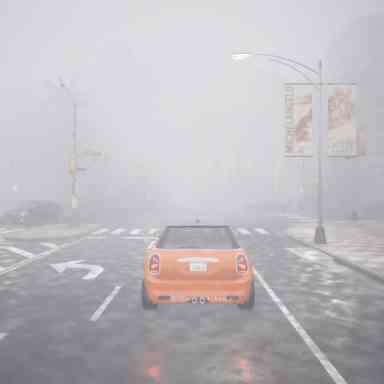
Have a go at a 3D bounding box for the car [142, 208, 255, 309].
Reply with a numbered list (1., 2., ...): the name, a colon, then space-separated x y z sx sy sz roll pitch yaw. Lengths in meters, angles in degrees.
1. car: 0.116 1.352 8.019 2.097 1.767 4.553 0 0 0

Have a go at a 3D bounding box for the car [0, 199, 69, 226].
1. car: -11.094 1.352 23.247 2.097 1.767 4.553 0 0 13

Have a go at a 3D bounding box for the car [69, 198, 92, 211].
1. car: -14.582 1.491 40.195 4.902 1.511 2.128 0 0 1

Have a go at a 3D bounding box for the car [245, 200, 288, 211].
1. car: 8.848 1.601 39.950 4.718 1.301 1.895 0 0 1

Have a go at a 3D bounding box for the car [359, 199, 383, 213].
1. car: 21.282 1.547 36.318 5.357 1.411 2.033 0 0 1

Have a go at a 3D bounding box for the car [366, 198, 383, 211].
1. car: 23.773 1.492 39.761 4.902 1.511 2.128 0 0 1

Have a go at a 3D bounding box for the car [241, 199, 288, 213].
1. car: 7.927 1.477 36.398 5.008 1.535 1.882 0 0 0
